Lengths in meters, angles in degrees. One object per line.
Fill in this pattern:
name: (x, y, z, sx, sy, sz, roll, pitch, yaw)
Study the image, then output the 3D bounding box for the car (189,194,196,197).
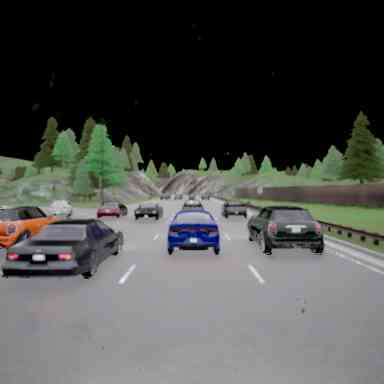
car: (-0.013, 1.366, 83.260, 2.033, 1.411, 5.357, 0, 0, 0)

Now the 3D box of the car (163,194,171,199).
car: (-7.015, 1.254, 94.516, 1.812, 1.442, 4.674, 0, 0, 0)

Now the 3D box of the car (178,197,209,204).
car: (0.063, 1.436, 28.759, 2.128, 1.511, 4.902, 0, 0, 0)

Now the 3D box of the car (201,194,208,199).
car: (3.486, 1.247, 93.685, 2.033, 1.411, 5.357, 0, 0, 0)

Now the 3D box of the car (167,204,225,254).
car: (0.068, 1.451, 13.483, 1.882, 1.535, 5.008, 0, 0, 0)

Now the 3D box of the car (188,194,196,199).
car: (-0.014, 1.232, 93.684, 2.128, 1.511, 4.902, 0, 0, 0)

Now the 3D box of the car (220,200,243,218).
car: (3.563, 1.436, 28.782, 2.128, 1.511, 4.902, 0, 0, 0)

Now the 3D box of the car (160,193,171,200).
car: (-7.013, 1.168, 85.312, 2.097, 1.767, 4.553, 0, 0, 0)

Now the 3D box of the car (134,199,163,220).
car: (-3.443, 1.547, 27.334, 1.895, 1.301, 4.718, 0, 0, 0)

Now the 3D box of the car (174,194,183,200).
car: (-3.513, 1.366, 83.259, 2.033, 1.411, 5.357, 0, 0, 0)

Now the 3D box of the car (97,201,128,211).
car: (-6.933, 1.506, 29.345, 1.994, 1.385, 4.181, 0, 0, 0)

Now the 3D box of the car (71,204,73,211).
car: (-11.740, 1.467, 29.643, 1.812, 1.442, 4.674, 0, 0, -17)

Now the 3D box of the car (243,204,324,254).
car: (3.568, 1.325, 13.474, 2.097, 1.767, 4.553, 0, 0, 0)

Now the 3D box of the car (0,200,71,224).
car: (-6.932, 1.324, 13.471, 2.097, 1.767, 4.553, 0, 0, 0)

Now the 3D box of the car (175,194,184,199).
car: (-3.514, 1.232, 93.684, 2.128, 1.511, 4.902, 0, 0, 0)

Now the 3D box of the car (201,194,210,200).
car: (3.487, 1.352, 83.260, 2.128, 1.511, 4.902, 0, 0, 0)

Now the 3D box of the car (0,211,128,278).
car: (-3.456, 1.528, 10.049, 2.033, 1.411, 5.357, 0, 0, 0)
